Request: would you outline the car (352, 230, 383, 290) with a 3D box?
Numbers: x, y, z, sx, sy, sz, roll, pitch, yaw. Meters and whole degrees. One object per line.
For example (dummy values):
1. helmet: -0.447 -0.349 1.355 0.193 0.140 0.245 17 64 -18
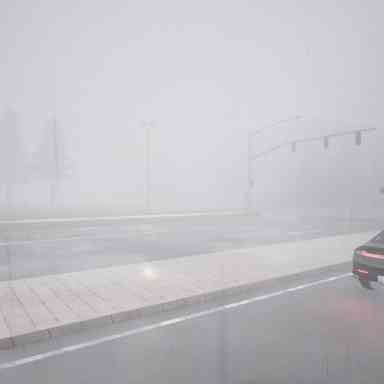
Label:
1. car: 5.717 1.492 7.848 4.902 1.511 2.128 0 0 -36
